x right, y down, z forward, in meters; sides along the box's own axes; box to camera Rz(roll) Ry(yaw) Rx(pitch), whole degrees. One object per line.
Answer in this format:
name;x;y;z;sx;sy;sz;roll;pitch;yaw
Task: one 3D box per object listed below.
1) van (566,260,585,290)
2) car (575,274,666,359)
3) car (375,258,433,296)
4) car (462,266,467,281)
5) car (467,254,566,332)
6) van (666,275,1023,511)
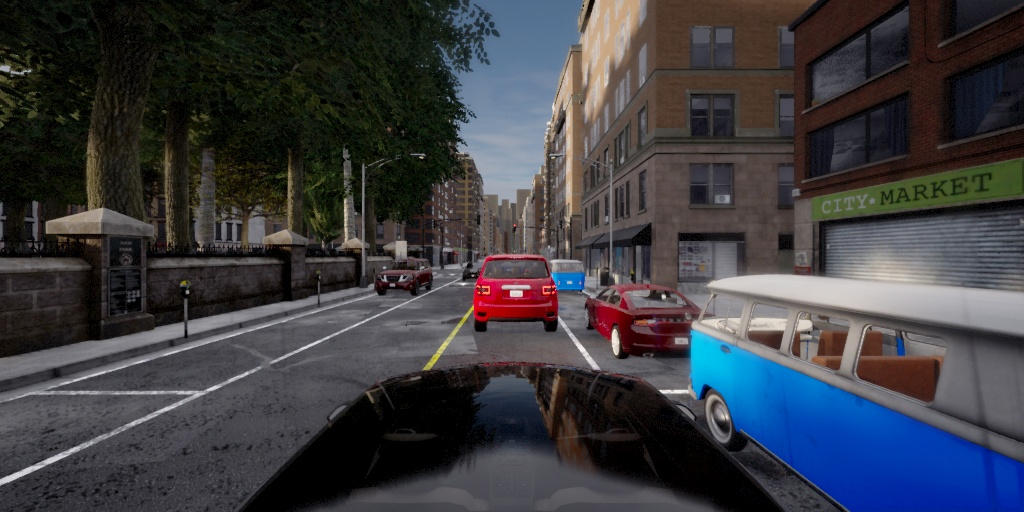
van;2.847;1.086;19.582;1.690;1.789;3.998;0;0;0
car;2.853;1.294;8.261;1.888;1.381;4.507;0;0;0
car;-5.678;1.059;19.537;2.192;1.841;5.009;0;0;0
car;-3.016;1.271;30.010;1.837;1.490;4.892;0;0;0
car;0.092;0.970;11.019;2.150;2.045;5.566;0;0;0
van;2.856;1.091;2.600;1.690;1.789;3.998;0;0;0
